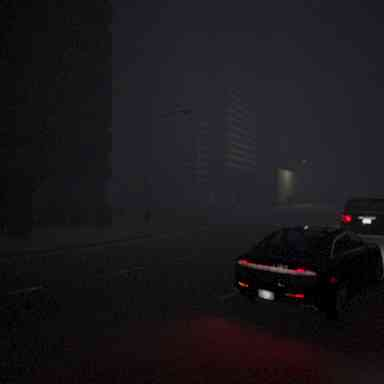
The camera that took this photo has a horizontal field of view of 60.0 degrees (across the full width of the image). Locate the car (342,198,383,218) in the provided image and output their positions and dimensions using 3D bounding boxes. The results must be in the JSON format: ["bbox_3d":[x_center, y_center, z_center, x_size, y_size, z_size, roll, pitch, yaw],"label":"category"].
[{"bbox_3d":[8.388,1.278,15.657,2.150,2.045,5.566,0,0,31],"label":"car"}]

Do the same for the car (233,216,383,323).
[{"bbox_3d":[2.822,1.515,7.413,2.128,1.511,4.902,0,0,41],"label":"car"}]
